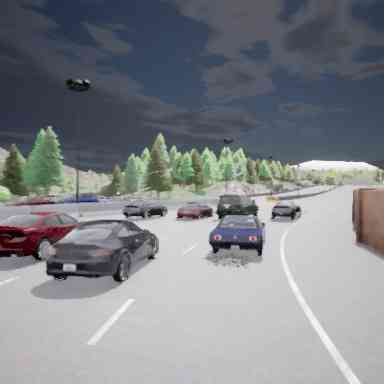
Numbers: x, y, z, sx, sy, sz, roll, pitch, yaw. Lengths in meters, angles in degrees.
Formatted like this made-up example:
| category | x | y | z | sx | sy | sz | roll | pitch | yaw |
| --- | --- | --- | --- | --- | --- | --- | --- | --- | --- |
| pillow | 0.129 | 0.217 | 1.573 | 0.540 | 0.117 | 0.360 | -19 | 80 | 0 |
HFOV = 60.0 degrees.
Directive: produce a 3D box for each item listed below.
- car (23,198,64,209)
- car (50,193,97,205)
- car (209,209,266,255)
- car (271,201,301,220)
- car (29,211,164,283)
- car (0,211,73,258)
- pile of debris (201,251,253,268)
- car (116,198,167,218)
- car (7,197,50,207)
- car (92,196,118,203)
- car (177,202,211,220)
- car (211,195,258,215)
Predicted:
| category | x | y | z | sx | sy | sz | roll | pitch | yaw |
| --- | --- | --- | --- | --- | --- | --- | --- | --- | --- |
| car | -19.525 | 1.491 | 43.994 | 1.895 | 1.301 | 4.718 | 0 | 0 | 28 |
| car | -13.703 | 1.148 | 40.030 | 2.150 | 2.045 | 5.566 | 0 | 0 | 28 |
| car | 2.013 | 1.613 | 13.529 | 1.895 | 1.301 | 4.718 | 0 | 0 | 14 |
| car | 8.126 | 1.543 | 28.473 | 2.128 | 1.511 | 4.902 | 0 | 0 | 27 |
| car | -2.349 | 1.513 | 9.655 | 1.812 | 1.442 | 4.674 | 0 | 0 | 9 |
| car | -5.372 | 1.448 | 12.287 | 1.882 | 1.535 | 5.008 | 0 | 0 | 11 |
| pile of debris | 1.206 | 2.184 | 10.912 | 1.500 | 0.140 | 1.860 | 0 | 0 | 12 |
| car | -3.823 | 1.473 | 27.869 | 2.128 | 1.511 | 4.902 | 0 | 0 | 24 |
| car | -18.607 | 1.373 | 38.069 | 1.882 | 1.535 | 5.008 | 0 | 0 | 26 |
| car | -9.285 | 1.499 | 40.909 | 2.033 | 1.411 | 5.357 | 0 | 0 | 28 |
| car | 0.366 | 1.570 | 28.536 | 1.994 | 1.385 | 4.181 | 0 | 0 | 26 |
| car | 3.859 | 1.248 | 27.850 | 2.150 | 2.045 | 5.566 | 0 | 0 | 26 |
